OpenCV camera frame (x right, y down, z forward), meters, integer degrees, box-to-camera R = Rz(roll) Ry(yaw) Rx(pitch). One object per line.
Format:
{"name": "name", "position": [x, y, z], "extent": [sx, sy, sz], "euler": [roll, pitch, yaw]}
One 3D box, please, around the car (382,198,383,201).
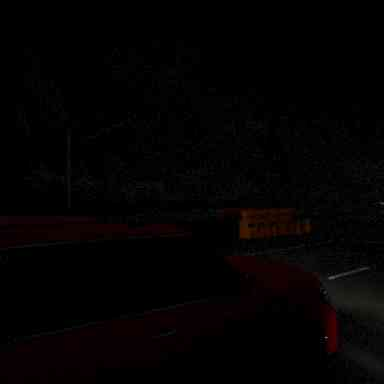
{"name": "car", "position": [36.810, 1.169, 60.710], "extent": [5.357, 1.411, 2.033], "euler": [0, 0, -36]}

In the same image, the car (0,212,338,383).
{"name": "car", "position": [-0.898, 1.220, 3.131], "extent": [5.566, 2.045, 2.150], "euler": [0, 0, -38]}

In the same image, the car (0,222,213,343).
{"name": "car", "position": [-1.965, 1.523, 6.697], "extent": [4.674, 1.442, 1.812], "euler": [0, 0, -35]}
